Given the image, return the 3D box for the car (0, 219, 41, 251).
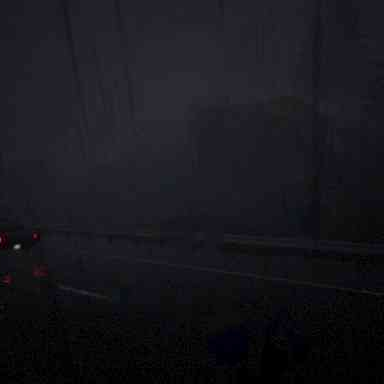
[{"bbox_3d":[-8.346,1.758,13.476,4.718,1.301,1.895,-1,0,32],"label":"car"}]
